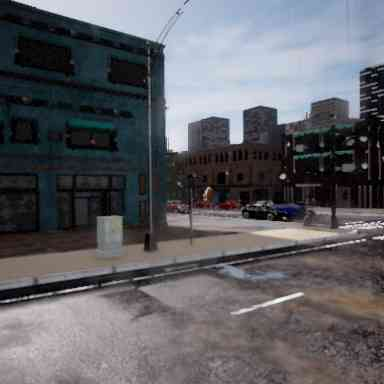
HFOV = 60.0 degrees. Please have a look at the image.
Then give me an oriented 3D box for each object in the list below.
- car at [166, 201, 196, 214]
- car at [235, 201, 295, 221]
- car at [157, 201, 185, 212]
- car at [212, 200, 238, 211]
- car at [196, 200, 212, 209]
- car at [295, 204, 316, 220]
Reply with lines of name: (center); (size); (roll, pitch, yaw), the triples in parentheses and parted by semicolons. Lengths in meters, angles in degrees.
car: (-1.788, 1.768, 39.850); (1.967, 1.590, 4.097); (-2, 0, -35)
car: (6.159, 1.737, 28.472); (1.947, 1.339, 4.313); (-2, 0, -35)
car: (-2.912, 1.919, 45.935); (1.994, 1.385, 4.181); (-1, 0, -35)
car: (5.043, 1.796, 44.710); (1.802, 1.307, 4.206); (-2, 0, -35)
car: (1.835, 1.858, 49.220); (1.802, 1.307, 4.206); (-2, 0, -35)
car: (8.753, 1.689, 29.516); (1.994, 1.385, 4.181); (-1, 0, -36)
